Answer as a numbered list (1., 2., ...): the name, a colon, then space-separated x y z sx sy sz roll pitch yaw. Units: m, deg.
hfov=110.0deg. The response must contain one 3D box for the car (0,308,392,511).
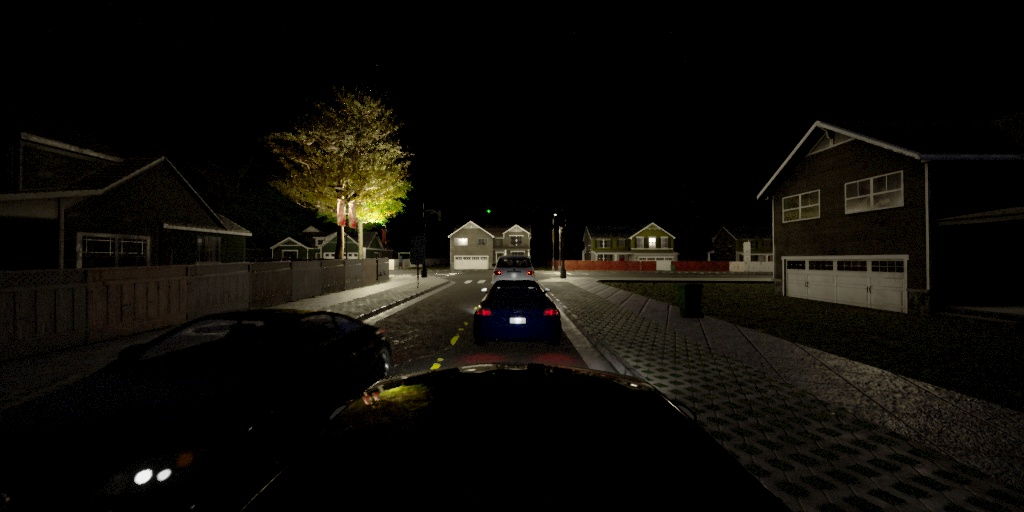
1. car: -2.846 1.314 3.901 1.994 1.385 4.181 0 0 0

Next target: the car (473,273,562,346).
1. car: 0.105 1.315 9.480 1.994 1.385 4.181 0 0 0

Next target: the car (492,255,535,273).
1. car: 0.099 0.975 19.488 2.150 2.045 5.566 0 0 0
